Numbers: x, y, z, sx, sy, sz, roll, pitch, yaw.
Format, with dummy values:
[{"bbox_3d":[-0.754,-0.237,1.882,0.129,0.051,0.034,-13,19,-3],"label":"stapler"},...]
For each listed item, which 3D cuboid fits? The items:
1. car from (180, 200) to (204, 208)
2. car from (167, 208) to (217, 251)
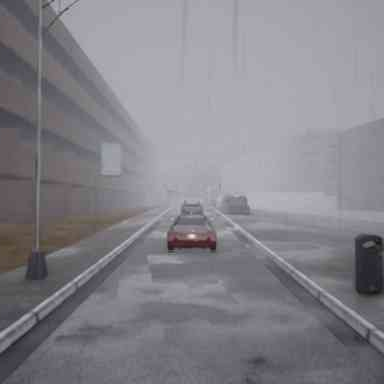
[{"bbox_3d":[0.000,1.456,29.302,2.128,1.511,4.902,0,0,0],"label":"car"},{"bbox_3d":[0.002,1.598,14.283,1.994,1.385,4.181,0,0,0],"label":"car"}]
